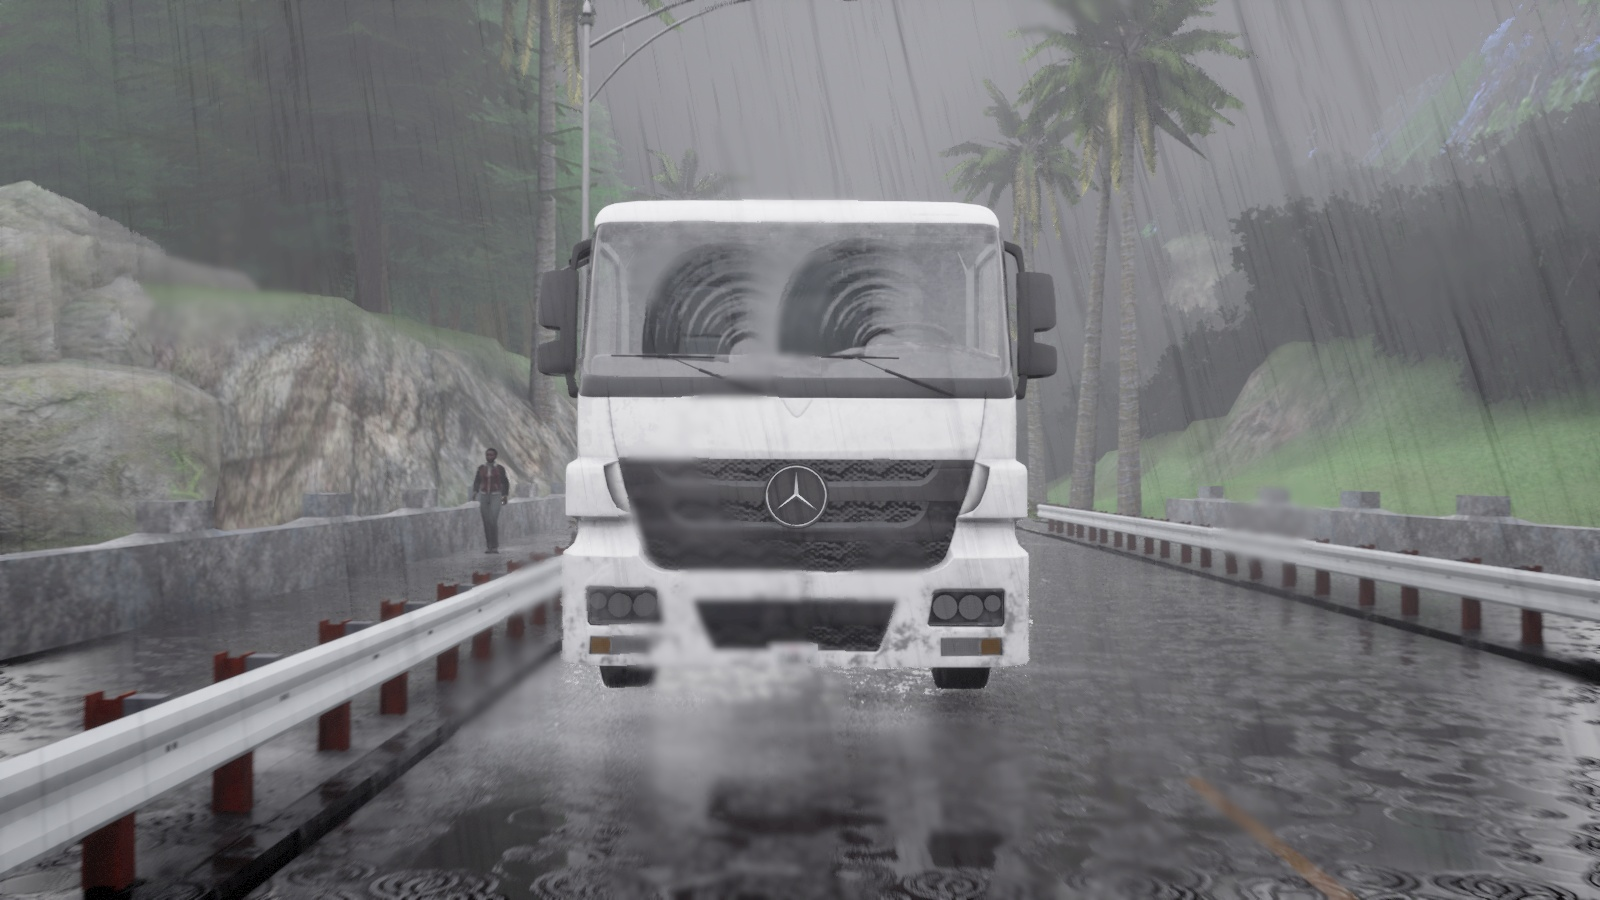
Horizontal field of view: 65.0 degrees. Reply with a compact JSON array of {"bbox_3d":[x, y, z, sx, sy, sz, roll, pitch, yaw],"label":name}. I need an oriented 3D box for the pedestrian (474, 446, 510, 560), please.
[{"bbox_3d":[-5.327,0.910,21.738,0.402,1.930,0.666,0,-1,4],"label":"pedestrian"}]

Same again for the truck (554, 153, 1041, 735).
[{"bbox_3d":[-0.028,0.025,11.451,2.891,3.462,7.936,0,-1,0],"label":"truck"}]
